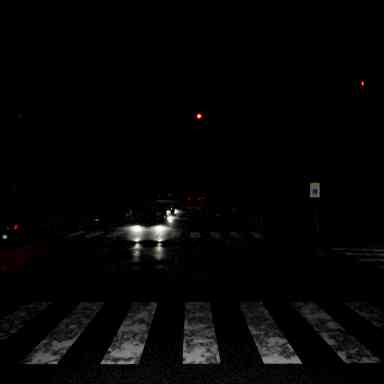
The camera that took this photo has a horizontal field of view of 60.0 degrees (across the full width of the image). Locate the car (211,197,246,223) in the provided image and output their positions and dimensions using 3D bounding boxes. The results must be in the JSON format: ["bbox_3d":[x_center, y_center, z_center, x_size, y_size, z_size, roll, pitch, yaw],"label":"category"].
[{"bbox_3d":[2.857,1.326,25.193,2.192,1.841,5.009,0,0,0],"label":"car"}]

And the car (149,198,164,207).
[{"bbox_3d":[-5.561,1.623,52.501,1.802,1.307,4.206,0,0,0],"label":"car"}]

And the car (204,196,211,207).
[{"bbox_3d":[2.921,1.579,41.561,2.008,1.369,4.403,0,0,0],"label":"car"}]

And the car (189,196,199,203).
[{"bbox_3d":[0.367,1.622,69.718,1.994,1.385,4.181,0,0,0],"label":"car"}]

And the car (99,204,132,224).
[{"bbox_3d":[-5.668,1.576,25.217,1.947,1.339,4.313,0,0,0],"label":"car"}]

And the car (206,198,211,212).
[{"bbox_3d":[2.900,1.588,36.105,1.947,1.339,4.313,0,0,0],"label":"car"}]

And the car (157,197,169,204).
[{"bbox_3d":[-5.519,1.635,63.416,1.802,1.307,4.206,0,0,0],"label":"car"}]

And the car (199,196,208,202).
[{"bbox_3d":[2.647,1.573,75.849,1.837,1.490,4.892,0,0,0],"label":"car"}]

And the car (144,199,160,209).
[{"bbox_3d":[-5.583,1.616,47.044,1.802,1.307,4.206,0,0,0],"label":"car"}]

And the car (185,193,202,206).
[{"bbox_3d":[0.312,1.267,55.531,2.150,2.045,5.566,0,0,0],"label":"car"}]

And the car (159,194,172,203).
[{"bbox_3d":[-5.497,1.375,68.873,2.192,1.841,5.009,0,0,0],"label":"car"}]

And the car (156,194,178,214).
[{"bbox_3d":[-2.963,1.243,35.687,2.150,2.045,5.566,0,0,0],"label":"car"}]

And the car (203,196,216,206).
[{"bbox_3d":[2.985,1.487,57.931,1.967,1.590,4.097,0,0,0],"label":"car"}]

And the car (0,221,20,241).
[{"bbox_3d":[-9.636,1.450,13.246,4.718,1.301,1.895,1,0,0],"label":"car"}]

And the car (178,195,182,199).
[{"bbox_3d":[-2.913,1.525,46.131,2.128,1.511,4.902,0,0,0],"label":"car"}]

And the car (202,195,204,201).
[{"bbox_3d":[2.964,1.481,52.475,1.967,1.590,4.097,0,0,0],"label":"car"}]

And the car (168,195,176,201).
[{"bbox_3d":[-5.412,1.533,90.701,1.967,1.590,4.097,0,0,0],"label":"car"}]

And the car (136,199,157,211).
[{"bbox_3d":[-5.604,1.579,41.587,2.008,1.369,4.403,0,0,0],"label":"car"}]

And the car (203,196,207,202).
[{"bbox_3d":[2.942,1.585,47.018,2.008,1.369,4.403,0,0,0],"label":"car"}]

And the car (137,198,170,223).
[{"bbox_3d":[-3.004,1.489,25.620,1.882,1.535,5.008,0,0,0],"label":"car"}]
